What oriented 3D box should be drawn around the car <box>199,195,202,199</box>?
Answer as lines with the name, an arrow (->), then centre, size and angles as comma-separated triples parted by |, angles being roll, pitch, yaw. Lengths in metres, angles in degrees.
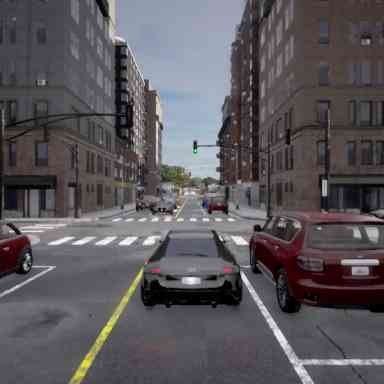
car -> 2.594, 1.315, 51.149 | 2.192, 1.841, 5.009 | 0, 0, 0

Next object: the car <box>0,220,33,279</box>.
car -> -5.400, 1.440, 7.566 | 1.967, 1.590, 4.097 | 0, 0, 0

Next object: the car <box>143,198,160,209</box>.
car -> -5.499, 1.566, 45.629 | 1.947, 1.339, 4.313 | 0, 0, 0

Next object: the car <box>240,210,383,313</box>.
car -> 2.625, 1.315, 7.581 | 2.192, 1.841, 5.009 | 0, 0, 0

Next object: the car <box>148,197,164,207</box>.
car -> -5.507, 1.551, 51.133 | 2.008, 1.369, 4.403 | 0, 0, 0

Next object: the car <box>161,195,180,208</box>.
car -> -2.923, 1.526, 44.016 | 1.812, 1.442, 4.674 | 0, 0, 0

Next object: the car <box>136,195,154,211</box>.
car -> -5.491, 1.315, 40.125 | 2.192, 1.841, 5.009 | 0, 0, 0

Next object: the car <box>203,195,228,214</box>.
car -> 2.638, 1.315, 34.638 | 2.192, 1.841, 5.009 | 0, 0, 0

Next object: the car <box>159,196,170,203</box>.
car -> -5.531, 1.544, 67.644 | 1.887, 1.381, 4.507 | 0, 0, 0

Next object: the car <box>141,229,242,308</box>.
car -> 0.011, 1.564, 7.982 | 1.994, 1.385, 4.181 | 0, 0, 1

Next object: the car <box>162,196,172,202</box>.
car -> -5.539, 1.544, 73.148 | 1.887, 1.381, 4.507 | 0, 0, 0

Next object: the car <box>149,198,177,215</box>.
car -> -2.909, 1.565, 34.023 | 1.994, 1.385, 4.181 | 0, 0, 0

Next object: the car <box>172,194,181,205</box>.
car -> -2.939, 1.353, 54.162 | 2.097, 1.767, 4.553 | 0, 0, 0

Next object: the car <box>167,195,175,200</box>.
car -> -5.562, 1.580, 89.659 | 1.802, 1.307, 4.206 | 0, 0, 0
